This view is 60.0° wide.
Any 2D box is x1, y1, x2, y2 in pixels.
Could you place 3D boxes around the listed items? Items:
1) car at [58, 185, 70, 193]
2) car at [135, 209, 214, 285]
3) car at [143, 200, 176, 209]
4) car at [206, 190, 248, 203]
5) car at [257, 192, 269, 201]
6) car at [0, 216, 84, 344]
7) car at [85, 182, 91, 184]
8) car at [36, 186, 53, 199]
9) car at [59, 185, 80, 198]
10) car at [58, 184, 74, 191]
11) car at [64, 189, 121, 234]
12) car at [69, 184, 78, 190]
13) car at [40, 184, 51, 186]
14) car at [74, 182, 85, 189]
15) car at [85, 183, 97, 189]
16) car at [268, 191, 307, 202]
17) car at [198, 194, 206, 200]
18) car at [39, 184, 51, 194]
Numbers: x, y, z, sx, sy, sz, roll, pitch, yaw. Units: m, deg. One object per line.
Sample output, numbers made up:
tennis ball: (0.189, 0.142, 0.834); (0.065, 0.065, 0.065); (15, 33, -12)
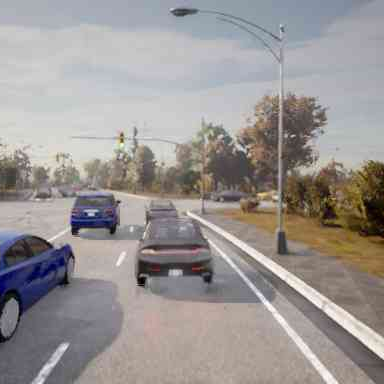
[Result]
car: (-26.991, -0.571, 69.844); (2.128, 1.511, 4.902); (-1, 2, -24)
car: (-0.542, 1.481, 9.515); (2.128, 1.511, 4.902); (0, 1, -5)
car: (-1.946, 1.252, 20.482); (2.128, 1.511, 4.902); (0, 2, -9)
car: (4.768, 0.559, 42.727); (4.892, 1.490, 1.837); (1, 2, -21)
car: (12.026, 0.577, 49.213); (5.008, 1.535, 1.882); (2, 1, -21)
car: (-3.781, 1.495, 6.418); (1.882, 1.535, 5.008); (0, 0, -4)
car: (-28.793, -1.698, 91.030); (2.150, 2.045, 5.566); (-1, 2, -24)
car: (-21.919, 0.197, 49.240); (1.812, 1.442, 4.674); (-1, 2, -22)
car: (-19.168, 0.066, 51.772); (2.128, 1.511, 4.902); (-1, 2, -22)
car: (-22.846, -0.251, 60.430); (1.837, 1.490, 4.892); (-1, 2, -23)
car: (-5.165, 1.056, 18.201); (2.150, 2.045, 5.566); (0, 2, -10)
car: (-31.981, -1.345, 89.598); (1.812, 1.442, 4.674); (-1, 2, -24)
car: (-25.649, -0.446, 58.087); (2.150, 2.045, 5.566); (-1, 2, -23)
car: (-27.901, -1.114, 80.439); (2.097, 1.767, 4.553); (-1, 2, -24)
car: (-24.731, -0.930, 81.932); (1.895, 1.301, 4.718); (-1, 2, -24)
car: (13.399, 0.830, 45.996); (4.718, 1.301, 1.895); (2, 1, -21)
car: (3.286, 0.526, 45.931); (4.718, 1.301, 1.895); (1, 2, -20)
car: (-29.706, -0.649, 67.337); (2.097, 1.767, 4.553); (-1, 2, -24)
